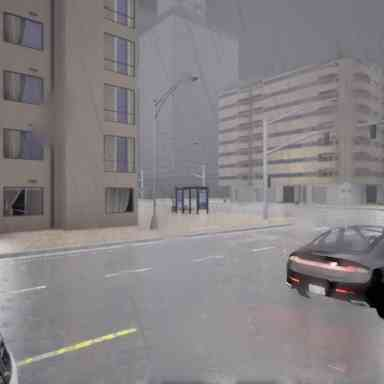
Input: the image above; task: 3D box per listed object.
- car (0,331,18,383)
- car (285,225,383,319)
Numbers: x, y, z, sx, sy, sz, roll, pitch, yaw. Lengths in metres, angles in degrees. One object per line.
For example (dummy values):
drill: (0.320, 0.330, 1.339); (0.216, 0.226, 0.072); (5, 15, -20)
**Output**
car: (-3.816, 1.222, 1.325); (5.566, 2.045, 2.150); (0, 0, -32)
car: (4.069, 1.491, 7.326); (4.902, 1.511, 2.128); (0, 0, -39)
